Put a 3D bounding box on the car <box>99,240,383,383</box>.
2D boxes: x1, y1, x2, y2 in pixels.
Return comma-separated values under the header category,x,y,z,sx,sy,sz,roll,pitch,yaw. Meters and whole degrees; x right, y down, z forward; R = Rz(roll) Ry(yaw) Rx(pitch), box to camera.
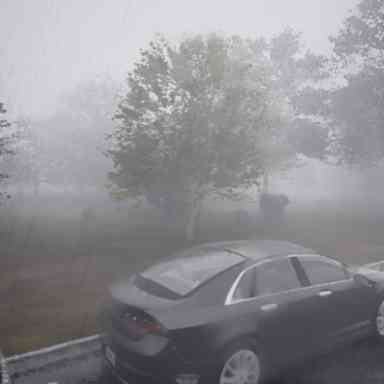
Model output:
category,x,y,z,sx,sy,sz,roll,pitch,yaw
car,1.158,1.467,4.883,4.892,1.521,2.231,0,0,-33
